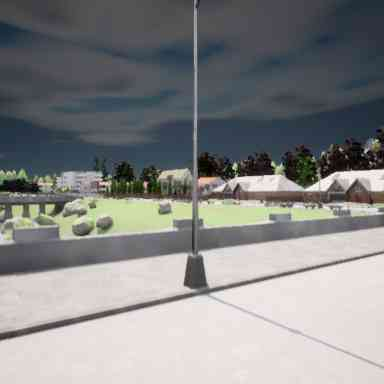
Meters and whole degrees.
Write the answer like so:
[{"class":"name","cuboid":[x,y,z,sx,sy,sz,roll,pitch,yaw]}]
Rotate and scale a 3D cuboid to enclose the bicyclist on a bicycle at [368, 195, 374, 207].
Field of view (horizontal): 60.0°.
[{"class":"bicyclist on a bicycle","cuboid":[25.502,1.324,47.464,1.656,1.620,0.582,0,0,-36]}]
